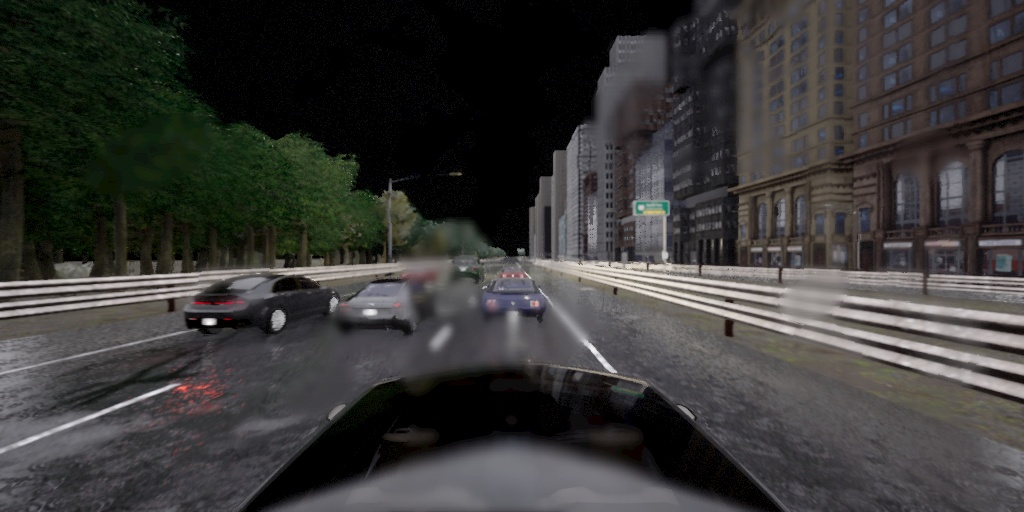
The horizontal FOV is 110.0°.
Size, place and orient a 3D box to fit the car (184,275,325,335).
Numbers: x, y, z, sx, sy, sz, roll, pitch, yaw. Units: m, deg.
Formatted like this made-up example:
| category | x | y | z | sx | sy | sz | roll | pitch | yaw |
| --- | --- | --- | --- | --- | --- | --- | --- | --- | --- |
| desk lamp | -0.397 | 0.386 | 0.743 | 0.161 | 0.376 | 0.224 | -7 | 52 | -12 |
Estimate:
| category | x | y | z | sx | sy | sz | roll | pitch | yaw |
| --- | --- | --- | --- | --- | --- | --- | --- | --- | --- |
| car | -6.932 | 1.289 | 10.652 | 1.837 | 1.490 | 4.892 | 0 | -1 | 0 |

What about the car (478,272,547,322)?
| category | x | y | z | sx | sy | sz | roll | pitch | yaw |
| --- | --- | --- | --- | --- | --- | --- | --- | --- | --- |
| car | 0.077 | 1.393 | 12.356 | 1.895 | 1.301 | 4.718 | 0 | 0 | 0 |

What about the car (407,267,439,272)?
| category | x | y | z | sx | sy | sz | roll | pitch | yaw |
| --- | --- | --- | --- | --- | --- | --- | --- | --- | --- |
| car | -6.928 | 1.463 | 27.613 | 1.895 | 1.301 | 4.718 | 0 | 0 | 0 |

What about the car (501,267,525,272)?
| category | x | y | z | sx | sy | sz | roll | pitch | yaw |
| --- | --- | --- | --- | --- | --- | --- | --- | --- | --- |
| car | 0.072 | 1.463 | 27.552 | 1.895 | 1.301 | 4.718 | 0 | 0 | 0 |

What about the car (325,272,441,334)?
| category | x | y | z | sx | sy | sz | roll | pitch | yaw |
| --- | --- | --- | --- | --- | --- | --- | --- | --- | --- |
| car | -3.433 | 1.349 | 10.729 | 1.994 | 1.385 | 4.181 | 0 | 0 | 0 |

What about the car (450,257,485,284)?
| category | x | y | z | sx | sy | sz | roll | pitch | yaw |
| --- | --- | --- | --- | --- | --- | --- | --- | --- | --- |
| car | -3.424 | 1.085 | 28.158 | 2.150 | 2.045 | 5.566 | 0 | 0 | 0 |
